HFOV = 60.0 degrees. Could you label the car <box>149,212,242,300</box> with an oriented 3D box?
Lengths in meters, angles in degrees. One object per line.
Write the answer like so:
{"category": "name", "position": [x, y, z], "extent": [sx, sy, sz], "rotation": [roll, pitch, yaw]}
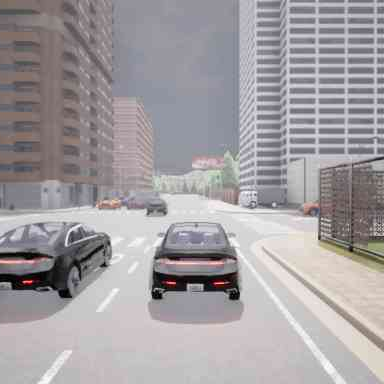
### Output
{"category": "car", "position": [0.107, 1.492, 8.364], "extent": [2.128, 1.511, 4.902], "rotation": [0, 0, 1]}

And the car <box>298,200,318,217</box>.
{"category": "car", "position": [12.106, 1.296, 30.295], "extent": [4.553, 1.767, 2.097], "rotation": [0, 0, 0]}

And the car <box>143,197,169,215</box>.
{"category": "car", "position": [-3.387, 1.499, 33.223], "extent": [1.837, 1.490, 4.892], "rotation": [0, 0, 0]}

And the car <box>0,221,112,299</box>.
{"category": "car", "position": [-3.397, 1.490, 8.422], "extent": [2.128, 1.511, 4.902], "rotation": [0, 0, 0]}

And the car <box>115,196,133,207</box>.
{"category": "car", "position": [-10.566, 1.477, 52.127], "extent": [1.882, 1.535, 5.008], "rotation": [0, 0, 0]}

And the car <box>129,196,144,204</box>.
{"category": "car", "position": [-10.527, 1.477, 63.373], "extent": [1.882, 1.535, 5.008], "rotation": [0, 0, 1]}

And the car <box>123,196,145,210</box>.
{"category": "car", "position": [-7.047, 1.352, 42.893], "extent": [2.097, 1.767, 4.553], "rotation": [0, 0, 0]}

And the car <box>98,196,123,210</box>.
{"category": "car", "position": [-10.571, 1.352, 42.903], "extent": [2.097, 1.767, 4.553], "rotation": [0, 0, 0]}
